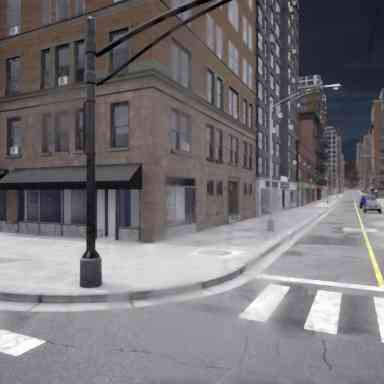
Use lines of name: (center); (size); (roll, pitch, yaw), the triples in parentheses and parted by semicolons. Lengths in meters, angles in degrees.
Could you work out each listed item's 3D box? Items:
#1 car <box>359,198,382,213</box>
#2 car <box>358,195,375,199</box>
car: (21.458, 1.738, 39.681); (2.033, 1.411, 5.357); (0, 0, 26)
car: (25.934, 1.418, 49.075); (2.150, 2.045, 5.566); (0, 0, 26)
